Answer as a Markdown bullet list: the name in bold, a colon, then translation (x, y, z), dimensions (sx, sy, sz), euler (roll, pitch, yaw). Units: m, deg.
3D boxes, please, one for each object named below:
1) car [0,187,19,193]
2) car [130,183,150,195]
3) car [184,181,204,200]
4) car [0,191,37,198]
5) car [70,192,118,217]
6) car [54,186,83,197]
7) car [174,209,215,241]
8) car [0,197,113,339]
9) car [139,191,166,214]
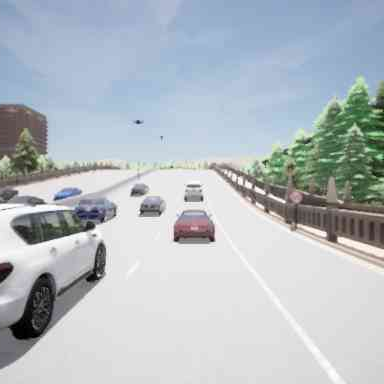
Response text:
- **car**: translation (-20.909, 0.316, 36.453), dimensions (1.882, 1.535, 5.008), euler (0, 6, 0)
- **car**: translation (-6.836, -0.463, 43.804), dimensions (2.033, 1.411, 5.357), euler (0, 7, 1)
- **car**: translation (0.211, -0.307, 39.797), dimensions (2.150, 2.045, 5.566), euler (0, 7, 0)
- **car**: translation (-13.962, 1.047, 27.469), dimensions (1.882, 1.535, 5.008), euler (0, 4, 0)
- **car**: translation (-6.872, 1.106, 24.212), dimensions (2.097, 1.767, 4.553), euler (0, 3, 0)
- **car**: translation (-13.902, 0.193, 37.599), dimensions (1.882, 1.535, 5.008), euler (0, 6, 0)
- **car**: translation (0.109, 1.564, 16.944), dimensions (1.994, 1.385, 4.181), euler (0, 1, 0)
- **car**: translation (-3.395, 1.239, 6.734), dimensions (2.150, 2.045, 5.566), euler (0, 0, 0)
- **car**: translation (-3.353, 1.028, 28.811), dimensions (2.033, 1.411, 5.357), euler (0, 4, 0)
